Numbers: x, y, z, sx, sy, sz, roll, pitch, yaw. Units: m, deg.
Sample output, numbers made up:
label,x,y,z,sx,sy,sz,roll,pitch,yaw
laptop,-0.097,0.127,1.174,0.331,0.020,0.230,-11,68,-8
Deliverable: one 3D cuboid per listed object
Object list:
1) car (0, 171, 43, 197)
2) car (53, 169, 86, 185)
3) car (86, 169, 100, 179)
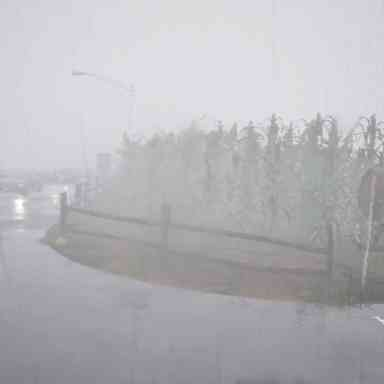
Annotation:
label,x,y,z,sx,sy,sz,roll,pitch,yaw
car,-11.002,-0.595,21.384,1.812,1.442,4.674,4,4,-8
car,-12.867,-1.608,34.424,2.128,1.511,4.902,4,4,-8
car,-15.123,-2.743,50.766,1.837,1.490,4.892,4,4,-8
